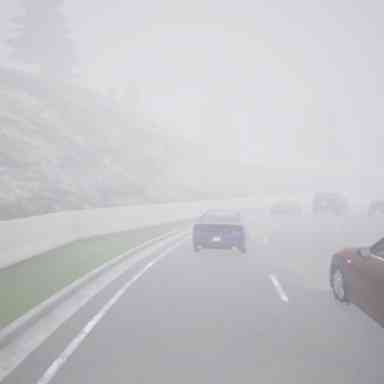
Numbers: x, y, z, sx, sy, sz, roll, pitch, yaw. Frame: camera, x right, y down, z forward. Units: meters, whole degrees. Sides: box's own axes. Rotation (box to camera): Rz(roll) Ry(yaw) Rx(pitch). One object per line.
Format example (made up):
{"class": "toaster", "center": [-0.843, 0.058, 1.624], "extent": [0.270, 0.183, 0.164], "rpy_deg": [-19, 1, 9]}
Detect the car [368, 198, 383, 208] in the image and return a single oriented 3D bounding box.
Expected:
{"class": "car", "center": [16.891, 1.319, 29.374], "extent": [1.837, 1.490, 4.892], "rpy_deg": [0, 0, 39]}

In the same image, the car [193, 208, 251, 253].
{"class": "car", "center": [1.301, 1.392, 13.395], "extent": [1.882, 1.535, 5.008], "rpy_deg": [0, 0, 11]}

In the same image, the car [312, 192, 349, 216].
{"class": "car", "center": [12.148, 1.038, 29.036], "extent": [2.150, 2.045, 5.566], "rpy_deg": [0, 0, 35]}

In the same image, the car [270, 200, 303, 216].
{"class": "car", "center": [8.677, 1.371, 30.398], "extent": [1.994, 1.385, 4.181], "rpy_deg": [0, 0, 34]}

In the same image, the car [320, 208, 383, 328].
{"class": "car", "center": [3.851, 1.319, 5.142], "extent": [2.097, 1.767, 4.553], "rpy_deg": [0, 0, 3]}
